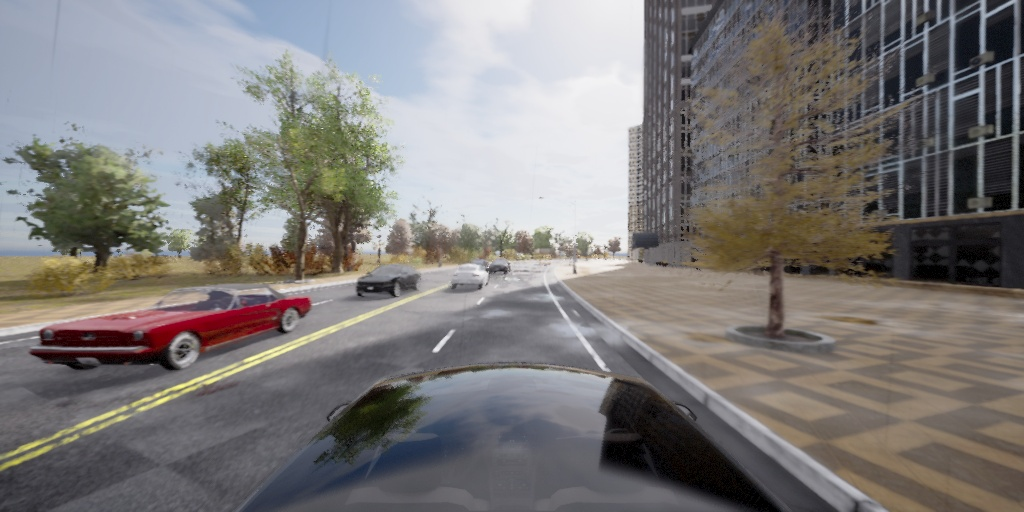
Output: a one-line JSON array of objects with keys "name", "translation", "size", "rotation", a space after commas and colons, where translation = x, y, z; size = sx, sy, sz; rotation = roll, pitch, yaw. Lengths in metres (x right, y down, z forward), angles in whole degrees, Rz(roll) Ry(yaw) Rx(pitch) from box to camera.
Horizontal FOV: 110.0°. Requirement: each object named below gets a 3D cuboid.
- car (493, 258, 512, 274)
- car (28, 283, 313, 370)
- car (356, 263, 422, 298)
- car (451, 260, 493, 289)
[{"name": "car", "translation": [-1.272, 1.177, 38.646], "size": [1.812, 1.442, 4.674], "rotation": [0, 0, 6]}, {"name": "car", "translation": [-6.514, 1.311, 7.745], "size": [1.895, 1.301, 4.718], "rotation": [0, 0, 1]}, {"name": "car", "translation": [-6.149, 1.162, 18.397], "size": [1.882, 1.535, 5.008], "rotation": [0, 0, 3]}, {"name": "car", "translation": [-2.520, 1.214, 22.244], "size": [1.812, 1.442, 4.674], "rotation": [0, 0, 3]}]
